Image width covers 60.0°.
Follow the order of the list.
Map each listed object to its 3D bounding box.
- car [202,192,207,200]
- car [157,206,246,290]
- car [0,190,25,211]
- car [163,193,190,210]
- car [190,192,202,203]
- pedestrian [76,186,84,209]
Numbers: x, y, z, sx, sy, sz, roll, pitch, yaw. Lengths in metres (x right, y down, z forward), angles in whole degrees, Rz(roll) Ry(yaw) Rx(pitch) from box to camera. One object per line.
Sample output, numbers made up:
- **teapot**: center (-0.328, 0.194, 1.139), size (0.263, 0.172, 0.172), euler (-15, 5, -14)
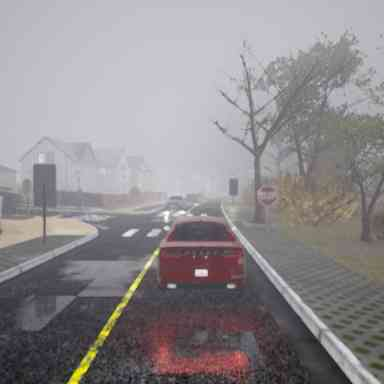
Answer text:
- **car**: center (1.861, 0.767, 67.272), size (2.097, 1.767, 4.553), euler (0, 0, 8)
- **car**: center (0.223, 1.361, 8.818), size (1.882, 1.535, 5.008), euler (0, 1, 1)
- **car**: center (-14.874, 0.541, 24.300), size (4.892, 1.490, 1.837), euler (3, 0, 1)
- **car**: center (-1.613, 1.111, 34.600), size (1.812, 1.442, 4.674), euler (0, 1, 6)
- **car**: center (-0.050, 0.926, 51.789), size (1.882, 1.535, 5.008), euler (0, 0, 6)
- **pedestrian**: center (-9.136, 0.431, 27.062), size (0.375, 1.860, 0.375), euler (0, -2, 1)
